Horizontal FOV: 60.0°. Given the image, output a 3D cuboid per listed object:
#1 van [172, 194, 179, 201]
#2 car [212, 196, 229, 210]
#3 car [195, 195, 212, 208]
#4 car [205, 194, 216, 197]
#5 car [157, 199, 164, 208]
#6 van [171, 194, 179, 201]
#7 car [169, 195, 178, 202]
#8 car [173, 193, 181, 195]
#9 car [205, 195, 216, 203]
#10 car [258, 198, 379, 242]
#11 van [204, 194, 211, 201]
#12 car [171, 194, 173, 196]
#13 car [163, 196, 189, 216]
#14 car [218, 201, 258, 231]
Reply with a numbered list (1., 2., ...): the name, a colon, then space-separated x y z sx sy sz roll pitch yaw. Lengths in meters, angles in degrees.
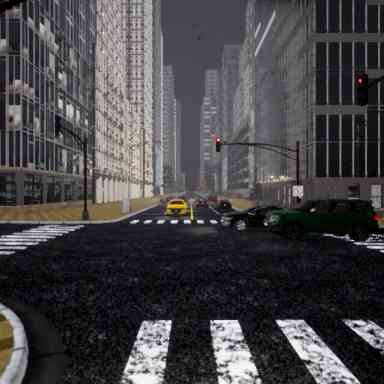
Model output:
1. van: -4.158 1.314 86.012 1.690 1.788 3.998 0 0 0
2. car: 3.942 1.579 41.823 1.947 1.339 4.313 0 0 0
3. car: 1.404 1.557 47.987 2.033 1.411 5.357 0 0 0
4. car: 3.807 1.312 63.931 2.192 1.841 5.009 0 0 0
5. car: -4.009 1.592 47.319 1.802 1.307 4.206 0 0 0
6. van: -4.137 1.320 80.484 1.690 1.788 3.998 0 0 0
7. car: -4.116 1.425 74.957 1.967 1.590 4.097 0 0 0
8. car: -1.556 1.358 54.107 2.097 1.767 4.553 0 0 0
9. car: 3.786 1.431 69.460 1.967 1.590 4.097 0 0 0
10. car: 6.524 1.349 16.965 5.566 2.045 2.150 2 0 -3
11. van: 3.743 1.320 80.515 1.690 1.788 3.998 0 0 0
12. car: -4.073 1.563 63.901 1.947 1.339 4.313 0 0 0
13. car: -1.487 1.494 33.325 1.882 1.535 5.008 0 0 0
14. car: 4.269 1.538 20.131 4.892 1.490 1.837 1 0 -3
